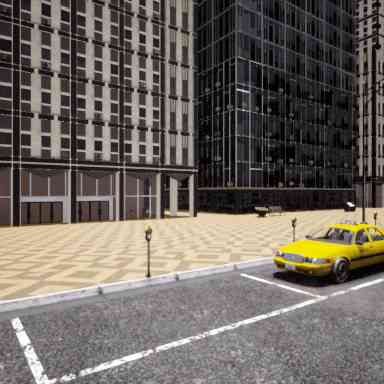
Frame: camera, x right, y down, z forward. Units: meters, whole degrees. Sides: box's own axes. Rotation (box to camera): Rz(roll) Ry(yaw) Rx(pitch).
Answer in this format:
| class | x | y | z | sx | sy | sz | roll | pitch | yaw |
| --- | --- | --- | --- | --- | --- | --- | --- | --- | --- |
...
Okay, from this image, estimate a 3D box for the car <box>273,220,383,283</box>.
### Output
| class | x | y | z | sx | sy | sz | roll | pitch | yaw |
| --- | --- | --- | --- | --- | --- | --- | --- | --- | --- |
| car | 4.407 | 1.526 | 9.653 | 4.829 | 1.417 | 1.752 | 0 | 0 | -35 |
